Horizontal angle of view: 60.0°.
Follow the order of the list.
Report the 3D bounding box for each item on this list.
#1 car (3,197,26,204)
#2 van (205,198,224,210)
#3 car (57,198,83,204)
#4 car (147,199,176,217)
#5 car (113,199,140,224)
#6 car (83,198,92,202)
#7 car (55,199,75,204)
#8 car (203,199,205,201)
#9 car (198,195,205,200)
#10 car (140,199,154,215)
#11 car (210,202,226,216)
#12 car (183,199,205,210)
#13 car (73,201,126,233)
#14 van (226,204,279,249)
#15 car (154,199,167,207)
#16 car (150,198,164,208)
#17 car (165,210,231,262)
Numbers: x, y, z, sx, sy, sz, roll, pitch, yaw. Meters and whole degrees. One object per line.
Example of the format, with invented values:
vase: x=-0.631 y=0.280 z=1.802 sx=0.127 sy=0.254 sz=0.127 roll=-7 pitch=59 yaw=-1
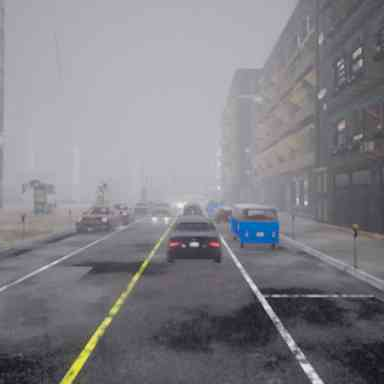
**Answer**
car: x=-42.967 y=2.059 z=80.636 sx=5.009 sy=1.841 sz=2.192 roll=0 pitch=-1 yaw=1
van: x=2.679 y=1.590 z=37.529 sx=1.690 sy=1.788 sz=3.998 roll=1 pitch=0 yaw=0
car: x=-26.425 y=1.933 z=71.826 sx=4.097 sy=1.590 sz=1.967 roll=0 pitch=-1 yaw=1
car: x=-3.124 y=1.781 z=35.203 sx=2.033 sy=1.411 sz=5.357 roll=0 pitch=0 yaw=0
car: x=-5.663 y=1.618 z=26.199 sx=1.967 sy=1.590 sz=4.097 roll=1 pitch=0 yaw=0
car: x=-25.253 y=2.227 z=80.447 sx=4.313 sy=1.339 sz=1.947 roll=0 pitch=-1 yaw=1
car: x=-30.732 y=2.269 z=80.518 sx=4.206 sy=1.307 sz=1.802 roll=0 pitch=-1 yaw=1
car: x=2.672 y=1.848 z=43.174 sx=1.947 sy=1.339 sz=4.313 roll=1 pitch=0 yaw=0
car: x=2.640 y=2.097 z=92.598 sx=2.008 sy=1.369 sz=4.403 roll=1 pitch=0 yaw=0
car: x=-5.671 y=1.792 z=37.489 sx=1.887 sy=1.381 sz=4.507 roll=1 pitch=0 yaw=0
car: x=2.684 y=1.723 z=26.237 sx=1.887 sy=1.381 sz=4.507 roll=1 pitch=0 yaw=0
car: x=0.072 y=1.752 z=33.904 sx=1.812 sy=1.442 sz=4.674 roll=0 pitch=0 yaw=0
car: x=-5.665 y=1.581 z=20.553 sx=1.967 sy=1.590 sz=4.097 roll=1 pitch=0 yaw=0
van: x=2.693 y=1.446 z=14.944 sx=1.690 sy=1.788 sz=3.998 roll=1 pitch=0 yaw=0
car: x=-5.686 y=1.923 z=60.073 sx=1.887 sy=1.381 sz=4.507 roll=1 pitch=0 yaw=0
car: x=-5.681 y=1.787 z=54.428 sx=1.967 sy=1.590 sz=4.097 roll=1 pitch=0 yaw=0
car: x=0.076 y=1.635 z=12.461 sx=2.033 sy=1.411 sz=5.357 roll=0 pitch=0 yaw=0
